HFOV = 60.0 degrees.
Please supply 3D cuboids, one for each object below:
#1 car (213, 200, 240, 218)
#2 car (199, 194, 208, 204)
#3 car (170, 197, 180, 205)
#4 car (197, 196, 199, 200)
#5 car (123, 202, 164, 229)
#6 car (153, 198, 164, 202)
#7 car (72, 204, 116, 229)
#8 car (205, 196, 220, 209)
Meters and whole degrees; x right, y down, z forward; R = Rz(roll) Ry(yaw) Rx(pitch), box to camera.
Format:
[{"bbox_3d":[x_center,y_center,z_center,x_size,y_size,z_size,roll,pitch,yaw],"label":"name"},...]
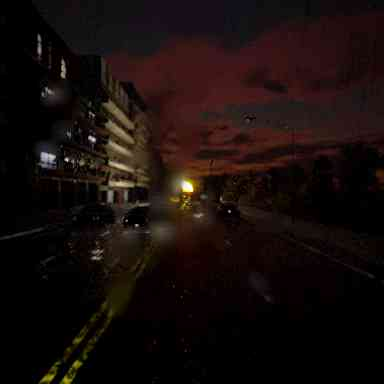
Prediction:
[{"bbox_3d":[3.345,1.711,31.669,1.994,1.385,4.181,0,0,0],"label":"car"},{"bbox_3d":[3.237,1.878,76.211,2.163,1.488,4.792,0,0,0],"label":"car"},{"bbox_3d":[-3.276,1.790,64.849,1.882,1.535,5.008,0,0,0],"label":"car"},{"bbox_3d":[3.236,1.655,87.213,2.150,2.045,5.566,0,0,0],"label":"car"},{"bbox_3d":[-3.356,1.652,22.871,2.033,1.411,5.357,0,0,0],"label":"car"},{"bbox_3d":[-6.519,1.912,64.822,1.895,1.301,4.718,0,0,0],"label":"car"},{"bbox_3d":[-6.603,1.582,22.770,1.882,1.535,5.008,0,0,0],"label":"car"},{"bbox_3d":[3.341,1.709,48.476,1.882,1.535,5.008,0,-1,0],"label":"car"}]
